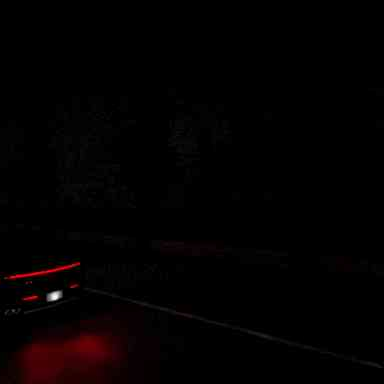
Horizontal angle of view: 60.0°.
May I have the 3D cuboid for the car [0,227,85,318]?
[{"bbox_3d":[-4.304,1.525,7.069,4.892,1.490,1.837,0,0,36],"label":"car"}]
